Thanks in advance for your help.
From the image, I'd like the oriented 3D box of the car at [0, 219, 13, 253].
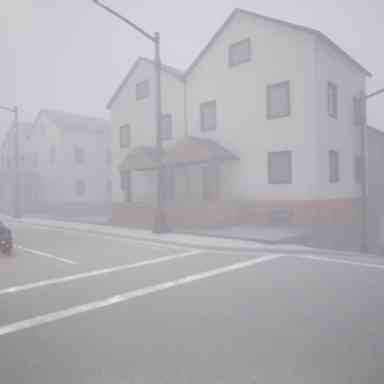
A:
[{"bbox_3d":[-8.830,1.689,13.452,4.892,1.490,1.837,-1,0,45],"label":"car"}]
